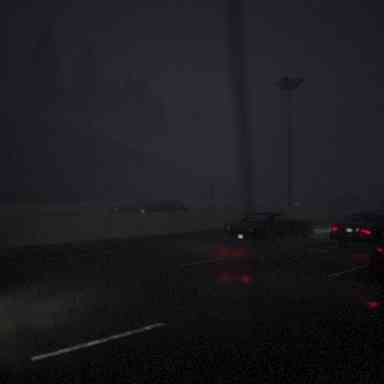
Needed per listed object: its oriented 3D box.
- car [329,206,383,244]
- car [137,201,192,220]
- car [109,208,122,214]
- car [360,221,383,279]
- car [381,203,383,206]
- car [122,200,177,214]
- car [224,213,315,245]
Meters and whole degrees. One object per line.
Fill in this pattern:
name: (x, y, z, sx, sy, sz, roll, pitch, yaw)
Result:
car: (8.116, 1.566, 14.743, 5.357, 1.411, 2.033, 0, 0, -40)
car: (-2.355, 1.570, 29.116, 4.674, 1.442, 1.812, 0, 0, -41)
car: (-5.377, 1.527, 31.124, 5.008, 1.535, 1.882, 0, 0, -41)
car: (6.589, 1.574, 8.984, 4.181, 1.385, 1.994, 0, 0, -39)
car: (17.153, 1.524, 27.929, 4.902, 1.511, 2.128, 0, 0, -45)
car: (-2.434, 1.390, 24.474, 4.553, 1.767, 2.097, 0, 0, -40)
car: (3.792, 1.622, 15.705, 4.718, 1.301, 1.895, 0, 0, -40)
